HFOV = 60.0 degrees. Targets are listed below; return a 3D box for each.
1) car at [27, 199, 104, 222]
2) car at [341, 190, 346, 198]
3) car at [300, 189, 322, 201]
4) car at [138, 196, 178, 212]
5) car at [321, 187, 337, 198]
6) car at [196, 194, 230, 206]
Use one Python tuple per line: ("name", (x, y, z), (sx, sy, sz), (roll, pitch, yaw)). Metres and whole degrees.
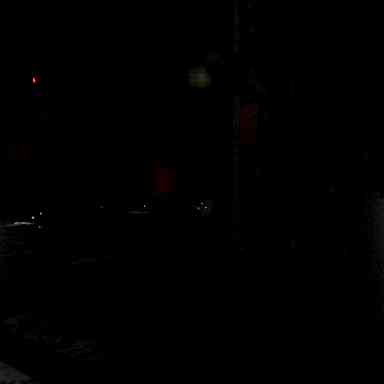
("car", (-8.935, 1.249, 24.030), (2.033, 1.411, 5.357), (0, 1, 35))
("car", (28.278, 0.378, 59.977), (1.837, 1.490, 4.892), (0, 1, 34))
("car", (17.994, 0.643, 50.904), (1.994, 1.385, 4.181), (0, 1, 34))
("car", (-3.227, 1.090, 32.197), (1.994, 1.385, 4.181), (0, 1, 35))
("car", (25.027, 0.106, 61.006), (2.150, 2.045, 5.566), (0, 1, 35))
("car", (2.720, 0.896, 40.711), (2.033, 1.411, 5.357), (0, 1, 36))
